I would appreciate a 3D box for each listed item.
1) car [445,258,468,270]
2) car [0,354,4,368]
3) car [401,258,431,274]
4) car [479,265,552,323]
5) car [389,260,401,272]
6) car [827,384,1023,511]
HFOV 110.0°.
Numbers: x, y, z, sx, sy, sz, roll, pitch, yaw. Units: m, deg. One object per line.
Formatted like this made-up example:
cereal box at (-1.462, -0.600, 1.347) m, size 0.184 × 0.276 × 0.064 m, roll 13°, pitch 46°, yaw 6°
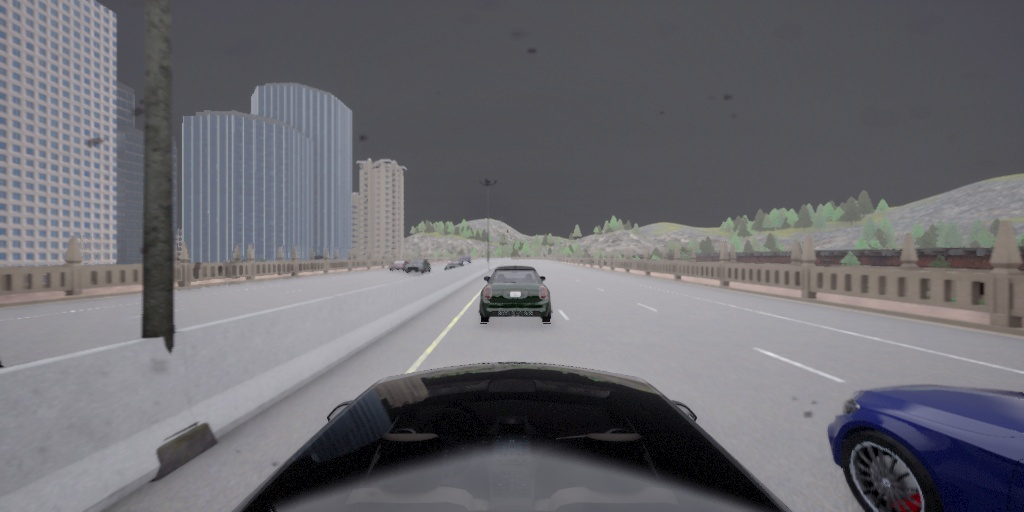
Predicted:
car at (-7.092, 1.286, 44.859) m, size 1.994 × 1.385 × 4.181 m, roll 0°, pitch 0°, yaw 0°
car at (-7.101, 1.350, 2.056) m, size 1.895 × 1.301 × 4.718 m, roll 0°, pitch 0°, yaw 0°
car at (-10.598, 1.075, 40.608) m, size 2.097 × 1.767 × 4.553 m, roll 0°, pitch 0°, yaw 0°
car at (0.098, 1.095, 12.203) m, size 2.097 × 1.767 × 4.553 m, roll 0°, pitch 0°, yaw 0°
car at (-14.090, 1.247, 45.537) m, size 1.812 × 1.442 × 4.674 m, roll 0°, pitch 0°, yaw 0°
car at (3.600, 1.276, 1.065) m, size 1.812 × 1.442 × 4.674 m, roll 0°, pitch 0°, yaw 0°
